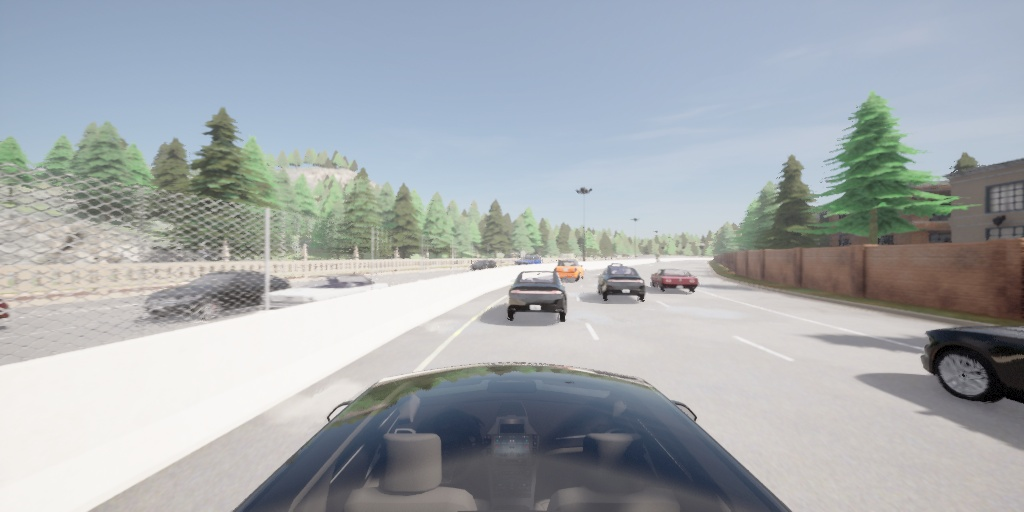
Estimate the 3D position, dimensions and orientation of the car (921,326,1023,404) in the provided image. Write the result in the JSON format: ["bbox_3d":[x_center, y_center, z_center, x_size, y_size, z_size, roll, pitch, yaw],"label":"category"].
[{"bbox_3d":[7.218,1.260,3.404,1.882,1.535,5.008,0,0,1],"label":"car"}]

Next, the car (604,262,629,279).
[{"bbox_3d":[10.142,1.360,34.592,1.994,1.385,4.181,0,0,21],"label":"car"}]

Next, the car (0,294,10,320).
[{"bbox_3d":[-13.778,1.214,7.140,1.812,1.442,4.674,0,0,4],"label":"car"}]

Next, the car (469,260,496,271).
[{"bbox_3d":[-3.756,1.237,47.031,1.837,1.490,4.892,0,0,25],"label":"car"}]

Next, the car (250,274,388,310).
[{"bbox_3d":[-6.320,1.323,12.684,1.895,1.301,4.718,0,0,7],"label":"car"}]

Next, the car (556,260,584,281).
[{"bbox_3d":[4.813,1.124,29.995,2.097,1.767,4.553,0,0,17],"label":"car"}]

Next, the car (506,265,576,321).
[{"bbox_3d":[0.936,1.246,12.545,2.128,1.511,4.902,0,0,6],"label":"car"}]

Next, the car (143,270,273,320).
[{"bbox_3d":[-9.825,1.232,12.550,1.812,1.442,4.674,0,0,7],"label":"car"}]

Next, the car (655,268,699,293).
[{"bbox_3d":[9.657,1.394,21.683,1.895,1.301,4.718,0,0,13],"label":"car"}]

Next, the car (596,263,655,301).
[{"bbox_3d":[5.231,1.265,17.515,2.128,1.511,4.902,0,0,10],"label":"car"}]

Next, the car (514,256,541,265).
[{"bbox_3d":[2.279,0.982,51.495,2.150,2.045,5.566,0,0,28],"label":"car"}]
